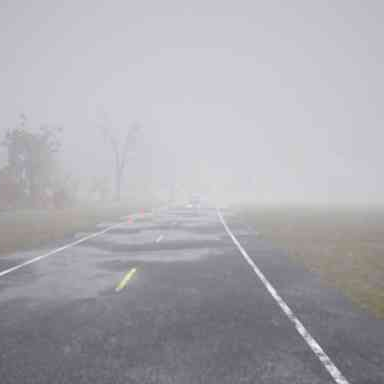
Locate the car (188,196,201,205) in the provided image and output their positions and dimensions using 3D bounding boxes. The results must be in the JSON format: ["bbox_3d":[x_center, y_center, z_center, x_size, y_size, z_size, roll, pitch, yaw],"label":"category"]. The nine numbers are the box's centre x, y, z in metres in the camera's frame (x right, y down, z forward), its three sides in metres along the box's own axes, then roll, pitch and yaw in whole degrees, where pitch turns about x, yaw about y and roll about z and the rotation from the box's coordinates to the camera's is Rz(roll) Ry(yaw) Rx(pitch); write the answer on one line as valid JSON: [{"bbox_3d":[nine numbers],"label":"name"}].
[{"bbox_3d":[0.494,1.384,55.097,1.837,1.490,4.892,0,0,5],"label":"car"}]

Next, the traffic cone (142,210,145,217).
[{"bbox_3d":[-4.189,1.886,28.813,0.340,0.580,0.340,0,0,3],"label":"traffic cone"}]

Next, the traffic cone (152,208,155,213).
[{"bbox_3d":[-3.929,1.876,33.832,0.340,0.580,0.340,0,0,3],"label":"traffic cone"}]

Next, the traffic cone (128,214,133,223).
[{"bbox_3d":[-4.408,1.897,23.792,0.340,0.580,0.340,0,0,2],"label":"traffic cone"}]
